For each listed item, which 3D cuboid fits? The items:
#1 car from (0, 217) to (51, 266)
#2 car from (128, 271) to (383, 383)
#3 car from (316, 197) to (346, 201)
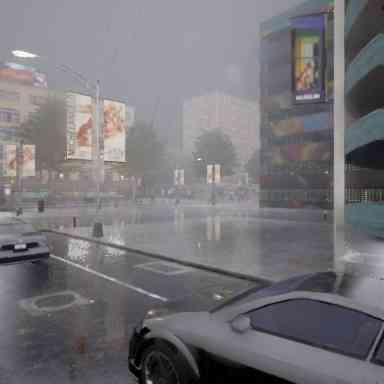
[{"bbox_3d":[-6.428,1.548,10.970,2.033,1.411,5.357,0,0,-43],"label":"car"},{"bbox_3d":[1.290,1.563,3.390,4.181,1.385,1.994,0,0,38],"label":"car"},{"bbox_3d":[17.417,1.320,42.547,4.674,1.452,2.002,0,0,-42],"label":"car"}]
